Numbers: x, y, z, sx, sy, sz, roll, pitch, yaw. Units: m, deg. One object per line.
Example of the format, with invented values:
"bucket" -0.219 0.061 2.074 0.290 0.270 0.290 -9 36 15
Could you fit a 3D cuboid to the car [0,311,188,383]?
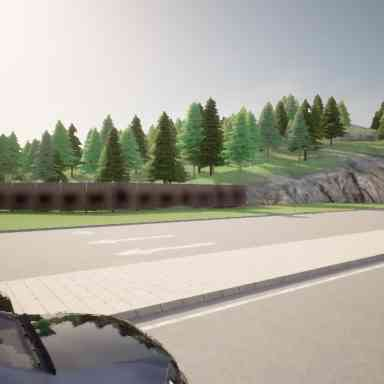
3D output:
"car" -2.034 1.564 2.305 4.181 1.385 1.994 0 0 -35
